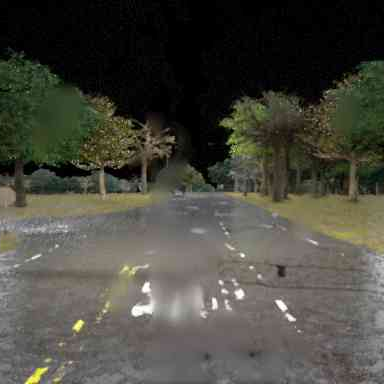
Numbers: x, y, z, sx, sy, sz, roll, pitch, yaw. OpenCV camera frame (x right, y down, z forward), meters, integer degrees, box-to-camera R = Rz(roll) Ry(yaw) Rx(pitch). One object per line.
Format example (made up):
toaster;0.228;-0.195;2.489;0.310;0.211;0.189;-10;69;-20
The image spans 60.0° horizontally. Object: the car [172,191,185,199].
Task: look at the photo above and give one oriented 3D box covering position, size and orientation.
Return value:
car;-2.204;0.483;55.985;1.994;1.385;4.181;0;2;2
